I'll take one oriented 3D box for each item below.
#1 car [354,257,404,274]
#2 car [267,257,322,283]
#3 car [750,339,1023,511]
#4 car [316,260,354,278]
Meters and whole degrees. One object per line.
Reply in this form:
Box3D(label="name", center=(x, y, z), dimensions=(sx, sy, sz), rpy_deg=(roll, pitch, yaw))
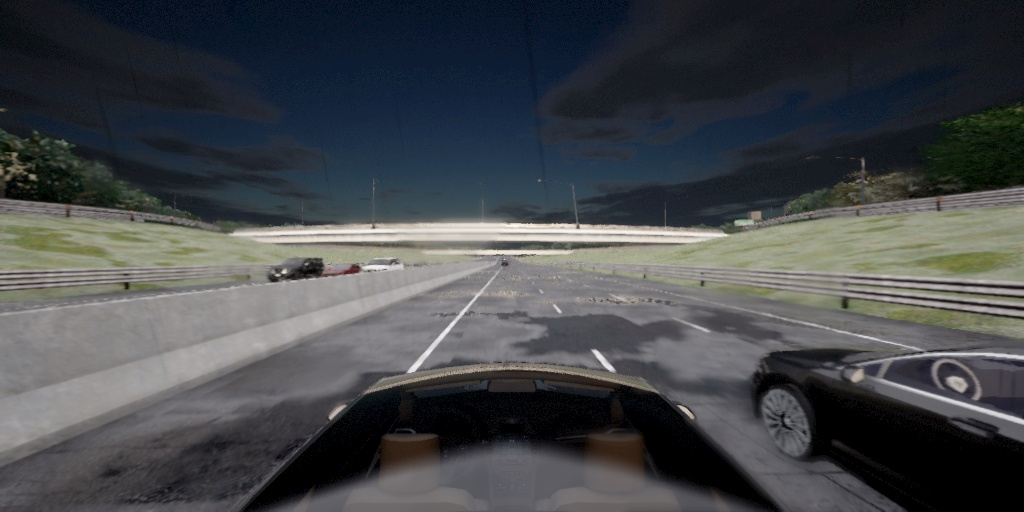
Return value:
Box3D(label="car", center=(-10.672, 1.117, 29.885), dimensions=(2.150, 2.045, 5.566), rpy_deg=(0, 0, 0))
Box3D(label="car", center=(-17.671, 1.120, 29.811), dimensions=(2.150, 2.045, 5.566), rpy_deg=(0, 0, 0))
Box3D(label="car", center=(3.598, 1.241, 2.078), dimensions=(2.128, 1.511, 4.902), rpy_deg=(0, 0, 0))
Box3D(label="car", center=(-14.168, 1.380, 30.486), dimensions=(1.882, 1.535, 5.008), rpy_deg=(0, -1, 0))
